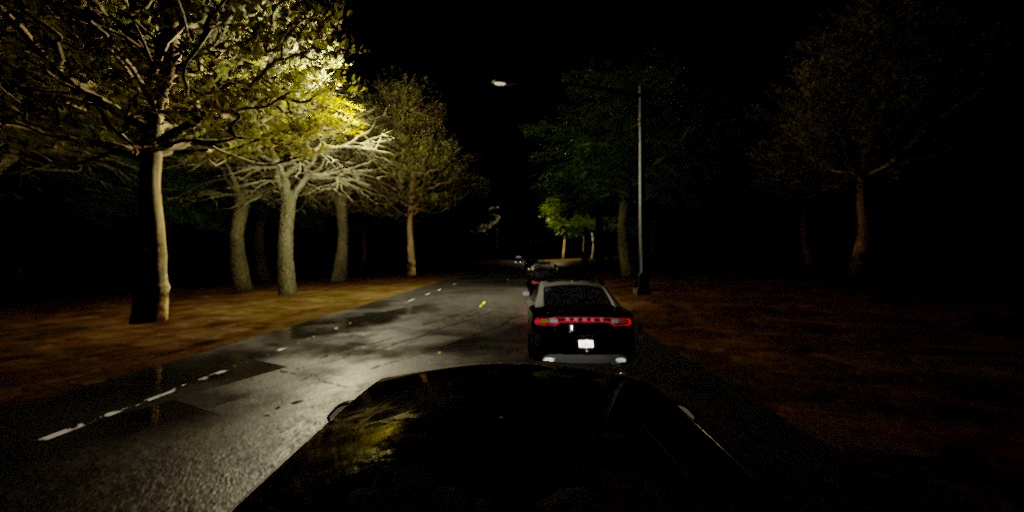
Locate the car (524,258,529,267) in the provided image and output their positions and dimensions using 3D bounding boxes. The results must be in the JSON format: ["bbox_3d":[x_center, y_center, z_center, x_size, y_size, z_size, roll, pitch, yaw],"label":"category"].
[{"bbox_3d":[2.674,1.105,49.747,1.837,1.490,4.892,0,0,3],"label":"car"}]

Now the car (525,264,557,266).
[{"bbox_3d":[1.717,1.305,18.111,1.812,1.442,4.674,0,0,3],"label":"car"}]

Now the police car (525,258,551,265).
[{"bbox_3d":[2.082,1.181,24.193,1.930,1.638,5.238,0,0,4],"label":"police car"}]

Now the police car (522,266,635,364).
[{"bbox_3d":[1.269,1.200,8.290,1.930,1.638,5.238,0,0,2],"label":"police car"}]
